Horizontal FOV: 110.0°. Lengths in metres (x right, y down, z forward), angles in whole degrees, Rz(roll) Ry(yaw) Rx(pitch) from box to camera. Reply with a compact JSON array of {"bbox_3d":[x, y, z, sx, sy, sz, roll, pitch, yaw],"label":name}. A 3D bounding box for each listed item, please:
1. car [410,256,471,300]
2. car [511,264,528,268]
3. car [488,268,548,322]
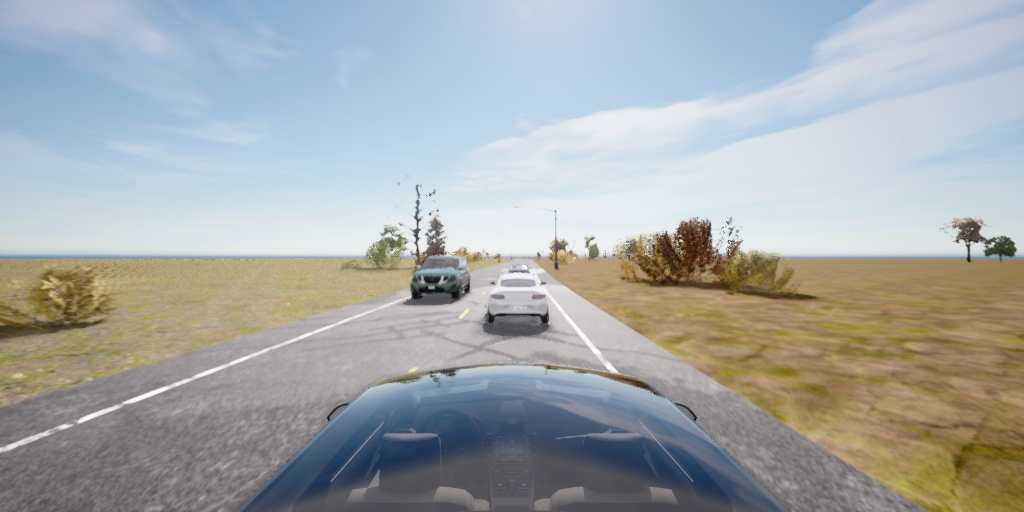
[{"bbox_3d":[-3.407,1.009,18.221,2.150,2.045,5.566,0,0,1],"label":"car"},{"bbox_3d":[0.628,1.365,30.525,2.033,1.411,5.357,0,0,2],"label":"car"},{"bbox_3d":[0.206,1.301,12.283,1.812,1.442,4.674,0,0,1],"label":"car"}]
